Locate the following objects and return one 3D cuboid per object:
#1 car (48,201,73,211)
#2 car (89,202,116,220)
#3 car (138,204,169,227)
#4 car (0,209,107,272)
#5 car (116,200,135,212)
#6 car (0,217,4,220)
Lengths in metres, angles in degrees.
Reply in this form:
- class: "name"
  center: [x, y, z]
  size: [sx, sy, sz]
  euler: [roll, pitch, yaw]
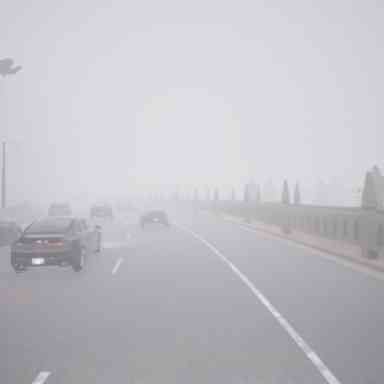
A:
- class: "car"
  center: [-12.163, 1.613, 30.875]
  size: [2.128, 1.511, 4.902]
  euler: [0, 0, -18]
- class: "car"
  center: [-7.976, 1.577, 29.209]
  size: [1.882, 1.535, 5.008]
  euler: [0, 0, -16]
- class: "car"
  center: [-2.758, 1.590, 23.146]
  size: [1.812, 1.442, 4.674]
  euler: [0, 0, -12]
- class: "car"
  center: [-4.227, 1.548, 11.024]
  size: [1.837, 1.490, 4.892]
  euler: [0, 0, -6]
- class: "car"
  center: [-8.206, 1.689, 40.203]
  size: [1.994, 1.385, 4.181]
  euler: [0, 0, -22]
- class: "car"
  center: [-7.905, 1.553, 12.291]
  size: [2.128, 1.511, 4.902]
  euler: [0, 0, -7]
